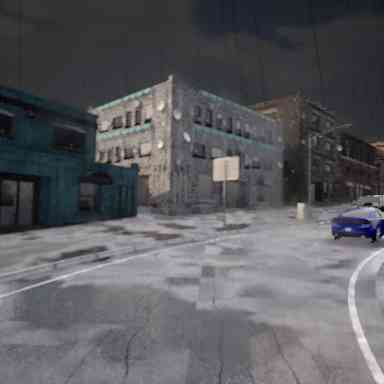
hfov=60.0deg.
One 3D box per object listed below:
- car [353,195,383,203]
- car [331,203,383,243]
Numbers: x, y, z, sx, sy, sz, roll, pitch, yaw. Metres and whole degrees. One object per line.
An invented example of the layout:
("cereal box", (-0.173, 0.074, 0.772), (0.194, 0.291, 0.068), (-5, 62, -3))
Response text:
("car", (15.823, 1.328, 29.407), (2.150, 2.045, 5.566), (-2, -1, 44))
("car", (8.668, 1.529, 16.671), (1.882, 1.535, 5.008), (-2, -1, 43))
